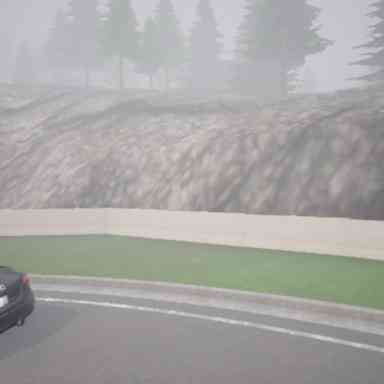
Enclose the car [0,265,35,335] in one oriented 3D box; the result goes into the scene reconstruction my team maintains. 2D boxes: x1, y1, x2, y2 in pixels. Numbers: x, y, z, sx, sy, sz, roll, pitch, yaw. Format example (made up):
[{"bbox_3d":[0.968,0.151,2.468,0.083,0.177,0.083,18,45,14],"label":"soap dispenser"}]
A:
[{"bbox_3d":[-4.617,1.518,4.946,4.181,1.385,1.994,-1,1,11],"label":"car"}]
